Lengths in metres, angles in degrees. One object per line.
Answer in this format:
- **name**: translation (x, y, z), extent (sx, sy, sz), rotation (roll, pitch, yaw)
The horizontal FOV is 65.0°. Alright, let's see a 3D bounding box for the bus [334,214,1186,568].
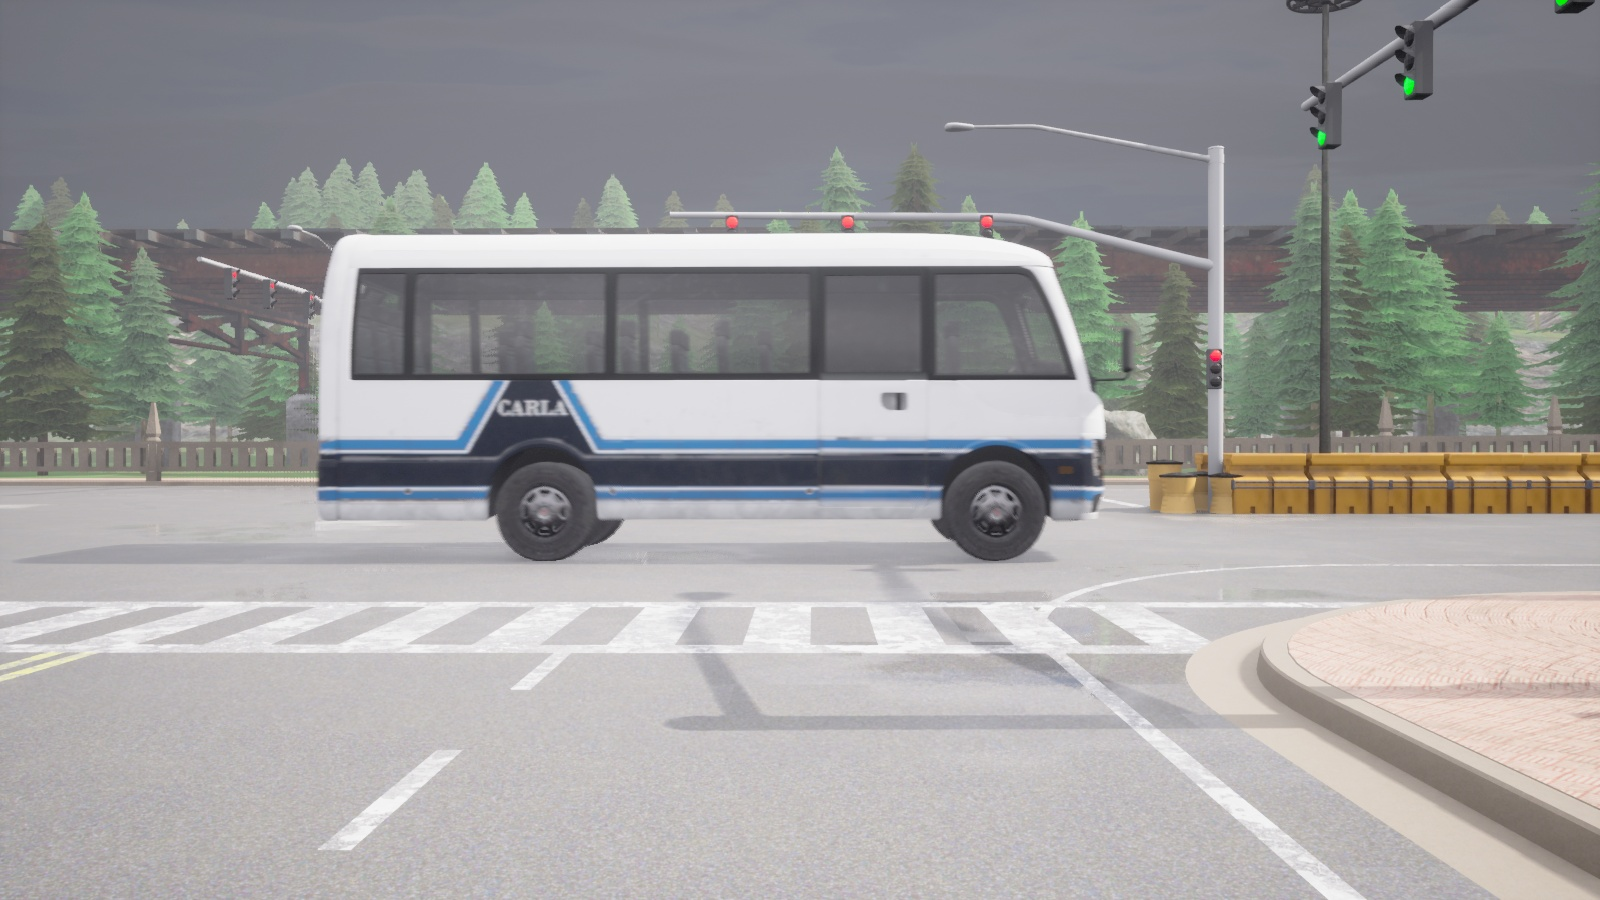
- **bus**: translation (-0.481, -0.727, 17.103), extent (10.273, 4.253, 3.944), rotation (0, 0, 1)
